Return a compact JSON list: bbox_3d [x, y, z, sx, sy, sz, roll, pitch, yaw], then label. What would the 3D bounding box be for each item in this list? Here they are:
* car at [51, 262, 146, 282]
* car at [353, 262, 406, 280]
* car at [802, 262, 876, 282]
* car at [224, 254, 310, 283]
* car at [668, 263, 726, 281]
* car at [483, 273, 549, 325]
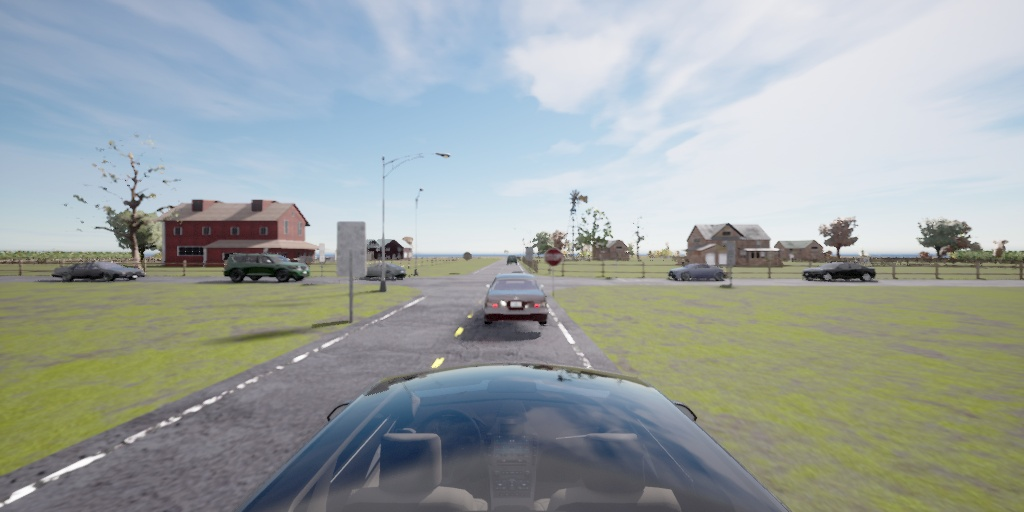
[{"bbox_3d":[-30.548,1.144,26.552,5.357,1.411,2.033,0,0,0],"label":"car"},{"bbox_3d":[-10.797,1.202,29.072,4.181,1.385,1.994,0,0,9],"label":"car"},{"bbox_3d":[26.386,1.245,29.046,5.008,1.535,1.882,0,0,0],"label":"car"},{"bbox_3d":[-18.014,0.853,26.451,5.566,2.045,2.150,0,0,1],"label":"car"},{"bbox_3d":[14.947,1.287,29.134,4.181,1.385,1.994,0,0,1],"label":"car"},{"bbox_3d":[0.101,1.270,11.613,2.033,1.411,5.357,0,0,0],"label":"car"}]
